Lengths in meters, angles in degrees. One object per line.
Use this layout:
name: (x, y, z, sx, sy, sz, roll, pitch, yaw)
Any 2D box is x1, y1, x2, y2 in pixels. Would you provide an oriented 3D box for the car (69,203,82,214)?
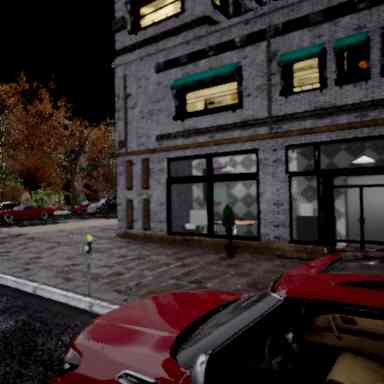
car: (-11.697, 1.682, 37.483, 1.994, 1.385, 4.181, -2, 0, 37)

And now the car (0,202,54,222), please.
car: (-14.413, 1.736, 28.412, 1.895, 1.301, 4.718, -2, 0, 37)

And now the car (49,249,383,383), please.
car: (1.256, 1.316, 2.010, 5.009, 1.841, 2.192, -1, -1, 35)

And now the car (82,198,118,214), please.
car: (-8.970, 1.393, 35.714, 2.097, 1.767, 4.553, -2, 0, 37)
